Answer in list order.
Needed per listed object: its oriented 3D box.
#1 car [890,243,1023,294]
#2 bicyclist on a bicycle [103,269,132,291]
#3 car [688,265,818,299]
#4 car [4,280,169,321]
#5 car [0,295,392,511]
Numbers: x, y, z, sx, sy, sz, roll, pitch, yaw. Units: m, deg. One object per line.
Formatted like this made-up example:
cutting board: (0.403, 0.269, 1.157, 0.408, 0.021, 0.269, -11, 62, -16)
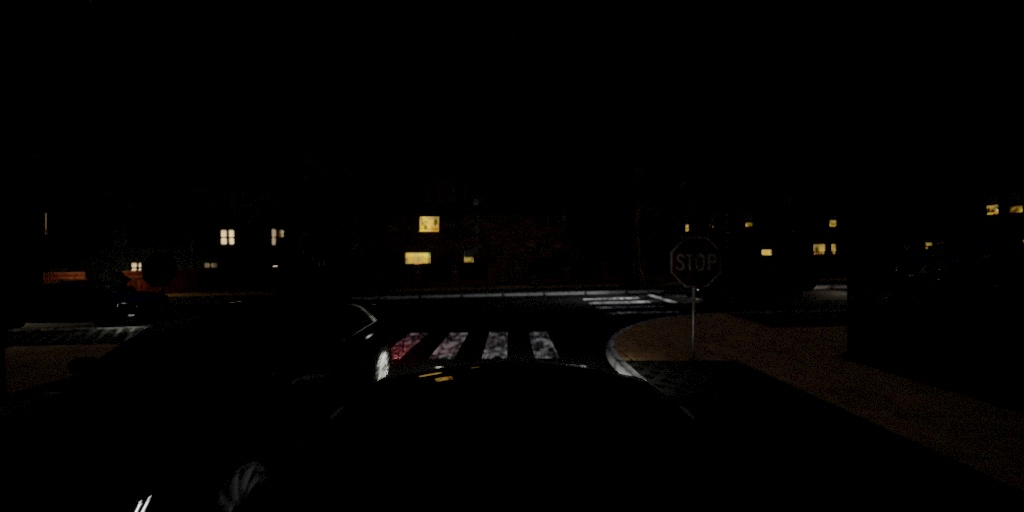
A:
car: (20.055, 0.478, 15.643, 5.566, 2.045, 2.150, -1, 1, 0)
bicyclist on a bicycle: (-20.203, 1.475, 18.388, 0.582, 1.620, 1.656, -1, 1, 0)
car: (10.234, 1.089, 15.610, 4.718, 1.301, 1.895, -1, 1, 0)
car: (-14.946, 1.594, 12.562, 5.008, 1.535, 1.882, -1, 1, 0)
car: (-2.728, 1.260, 3.808, 1.837, 1.490, 4.892, 2, 0, -2)
